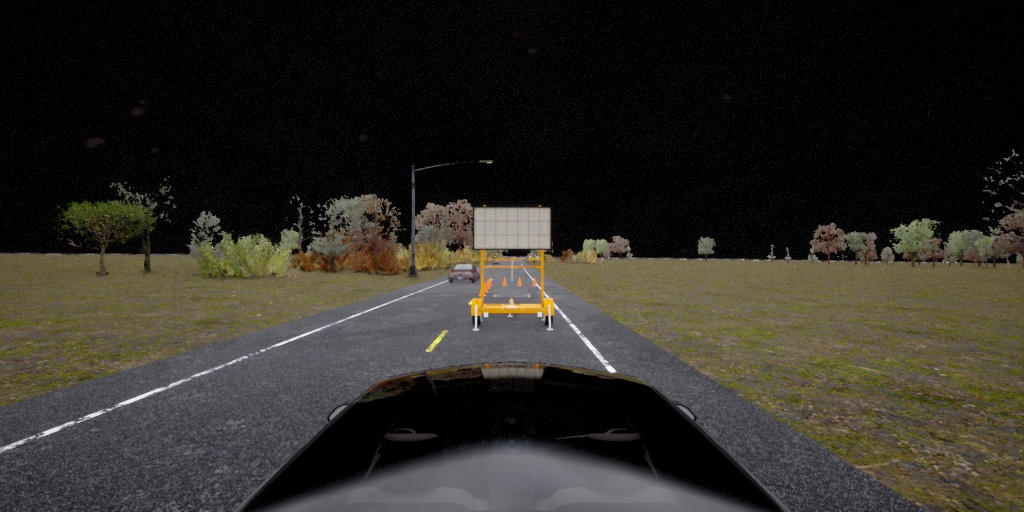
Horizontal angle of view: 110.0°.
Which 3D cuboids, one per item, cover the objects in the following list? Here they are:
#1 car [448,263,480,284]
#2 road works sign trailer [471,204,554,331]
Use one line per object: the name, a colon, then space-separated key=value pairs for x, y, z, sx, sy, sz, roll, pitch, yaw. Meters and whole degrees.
car: x=-3.584 y=1.289 z=27.201 sx=1.812 sy=1.442 sz=4.674 roll=0 pitch=0 yaw=0
road works sign trailer: x=0.007 y=0.218 z=11.055 sx=2.380 sy=3.560 sz=2.880 roll=0 pitch=0 yaw=-1
